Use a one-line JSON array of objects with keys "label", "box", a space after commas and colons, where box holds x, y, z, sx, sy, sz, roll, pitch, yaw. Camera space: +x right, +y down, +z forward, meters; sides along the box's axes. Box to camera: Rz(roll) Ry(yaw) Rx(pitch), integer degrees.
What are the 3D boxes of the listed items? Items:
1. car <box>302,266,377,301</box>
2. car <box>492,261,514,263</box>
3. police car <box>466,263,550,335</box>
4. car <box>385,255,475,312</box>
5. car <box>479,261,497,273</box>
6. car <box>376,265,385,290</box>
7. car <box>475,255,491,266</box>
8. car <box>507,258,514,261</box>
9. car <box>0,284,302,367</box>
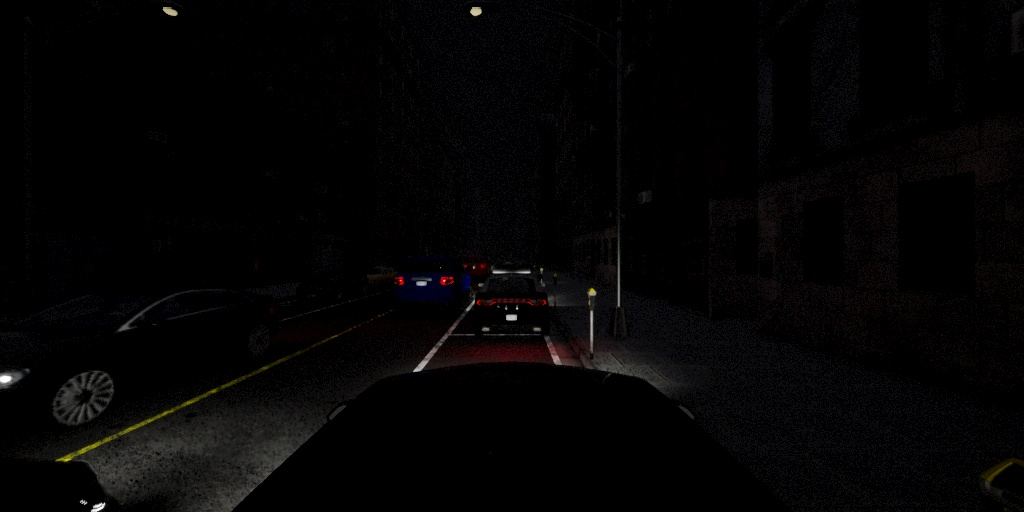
[{"label": "car", "box": [-8.408, 1.315, 17.218, 1.948, 1.339, 4.313, 0, 0, 0]}, {"label": "car", "box": [-0.383, 1.315, 28.035, 1.948, 1.339, 4.313, 0, 0, 0]}, {"label": "police car", "box": [-0.012, 1.175, 10.610, 1.930, 1.638, 5.238, 0, 0, 0]}, {"label": "car", "box": [-2.924, 0.973, 14.247, 2.150, 2.045, 5.566, 0, 0, 0]}, {"label": "car", "box": [-2.920, 1.341, 44.017, 1.895, 1.301, 4.718, 0, 0, 0]}, {"label": "car", "box": [-8.408, 1.275, 22.461, 1.751, 1.417, 4.829, 0, 0, 0]}, {"label": "car", "box": [-3.024, 0.971, 30.732, 2.150, 2.045, 5.566, 0, 0, 0]}, {"label": "car", "box": [-0.383, 1.269, 39.031, 1.751, 1.417, 4.829, 0, 0, 0]}, {"label": "car", "box": [-5.869, 1.241, 5.659, 2.128, 1.511, 4.902, 0, 0, 0]}]
